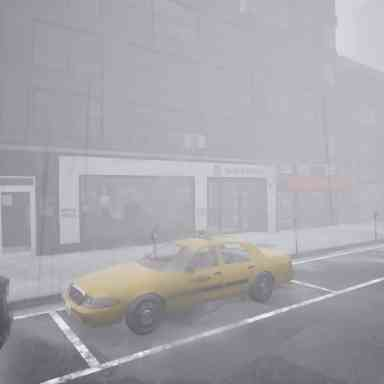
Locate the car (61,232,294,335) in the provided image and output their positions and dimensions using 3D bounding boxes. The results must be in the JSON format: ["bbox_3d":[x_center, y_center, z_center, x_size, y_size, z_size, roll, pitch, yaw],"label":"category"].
[{"bbox_3d":[0.004,1.524,6.660,4.829,1.417,1.752,0,-1,-35],"label":"car"}]

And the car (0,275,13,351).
[{"bbox_3d":[-4.343,1.566,3.566,4.313,1.339,1.947,0,-1,-35],"label":"car"}]
